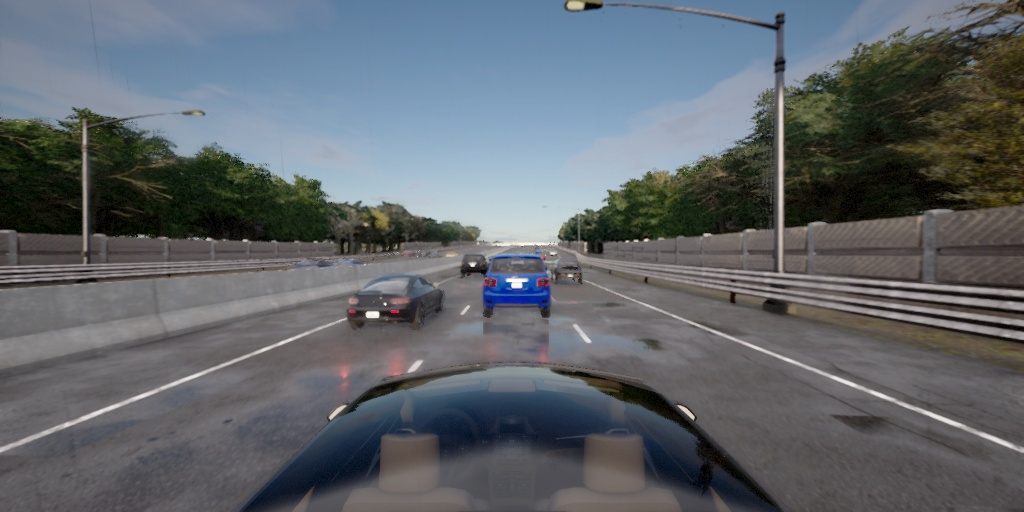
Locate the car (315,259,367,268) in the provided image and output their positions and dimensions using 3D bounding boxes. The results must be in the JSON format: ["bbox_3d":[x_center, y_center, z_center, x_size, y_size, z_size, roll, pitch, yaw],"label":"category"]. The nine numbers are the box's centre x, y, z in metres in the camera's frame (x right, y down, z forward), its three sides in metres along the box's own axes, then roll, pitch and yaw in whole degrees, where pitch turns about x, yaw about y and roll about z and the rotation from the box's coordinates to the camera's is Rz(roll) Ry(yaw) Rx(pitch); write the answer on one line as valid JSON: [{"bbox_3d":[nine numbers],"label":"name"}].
[{"bbox_3d":[-13.729,1.062,29.604,1.882,1.535,5.008,0,1,2],"label":"car"}]

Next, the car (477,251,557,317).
[{"bbox_3d":[0.174,0.930,13.124,2.150,2.045,5.566,0,0,1],"label":"car"}]

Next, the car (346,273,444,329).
[{"bbox_3d":[-3.344,1.244,10.955,1.812,1.442,4.674,0,0,0],"label":"car"}]

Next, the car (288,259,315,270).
[{"bbox_3d":[-17.190,1.130,31.000,1.994,1.385,4.181,0,1,2],"label":"car"}]

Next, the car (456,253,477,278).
[{"bbox_3d":[-3.007,0.790,30.744,2.150,2.045,5.566,0,1,1],"label":"car"}]

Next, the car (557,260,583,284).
[{"bbox_3d":[3.751,0.998,25.174,1.837,1.490,4.892,0,0,1],"label":"car"}]

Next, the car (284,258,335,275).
[{"bbox_3d":[-20.512,1.024,36.730,2.033,1.411,5.357,0,1,2],"label":"car"}]
